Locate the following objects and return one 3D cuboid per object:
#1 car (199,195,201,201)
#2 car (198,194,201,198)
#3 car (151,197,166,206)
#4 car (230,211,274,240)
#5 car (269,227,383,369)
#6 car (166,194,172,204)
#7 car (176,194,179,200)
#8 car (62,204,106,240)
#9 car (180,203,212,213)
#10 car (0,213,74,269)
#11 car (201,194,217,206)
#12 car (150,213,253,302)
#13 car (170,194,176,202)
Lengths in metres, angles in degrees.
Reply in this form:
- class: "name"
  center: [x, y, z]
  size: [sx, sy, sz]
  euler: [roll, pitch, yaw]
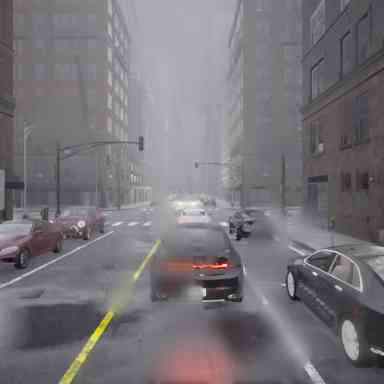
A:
- class: "car"
  center: [2.917, 1.606, 64.469]
  size: [2.008, 1.369, 4.403]
  euler: [0, 0, 0]
- class: "car"
  center: [2.936, 1.523, 75.287]
  size: [1.967, 1.590, 4.097]
  euler: [0, 0, 0]
- class: "car"
  center: [-5.629, 1.617, 53.665]
  size: [1.802, 1.307, 4.206]
  euler: [0, 0, 0]
- class: "car"
  center: [2.857, 1.566, 16.561]
  size: [1.947, 1.339, 4.313]
  euler: [0, 0, 0]
- class: "car"
  center: [2.856, 1.551, 5.558]
  size: [2.008, 1.369, 4.403]
  euler: [0, 0, 0]
- class: "car"
  center: [-5.608, 1.606, 64.482]
  size: [2.008, 1.369, 4.403]
  euler: [0, 0, 0]
- class: "car"
  center: [-5.558, 1.456, 91.525]
  size: [2.192, 1.841, 5.009]
  euler: [0, 0, 0]
- class: "car"
  center: [-5.668, 1.441, 16.562]
  size: [1.967, 1.590, 4.097]
  euler: [0, 0, 0]
- class: "car"
  center: [0.084, 1.526, 17.373]
  size: [1.812, 1.442, 4.674]
  euler: [0, 0, -1]
- class: "car"
  center: [-5.669, 1.582, 11.060]
  size: [1.802, 1.307, 4.206]
  euler: [0, 0, 0]
- class: "car"
  center: [2.895, 1.475, 53.651]
  size: [1.967, 1.590, 4.097]
  euler: [0, 0, 0]
- class: "car"
  center: [0.099, 1.505, 8.226]
  size: [1.837, 1.490, 4.892]
  euler: [0, 0, 0]
- class: "car"
  center: [-5.578, 1.625, 80.537]
  size: [1.752, 1.417, 4.829]
  euler: [0, 0, 0]
